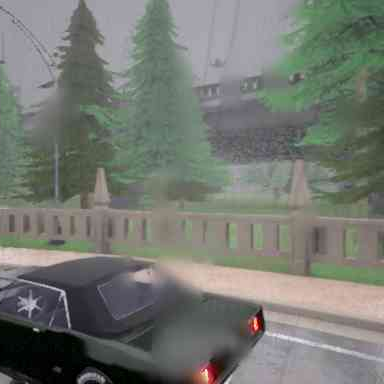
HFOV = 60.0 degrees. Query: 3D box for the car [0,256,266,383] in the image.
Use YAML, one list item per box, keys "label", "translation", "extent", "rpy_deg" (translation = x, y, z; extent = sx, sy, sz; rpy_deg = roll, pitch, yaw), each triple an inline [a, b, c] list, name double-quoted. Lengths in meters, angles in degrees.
- label: "car"
  translation: [-1.585, 1.567, 4.410]
  extent: [4.718, 1.301, 1.895]
  rpy_deg: [0, 1, 30]
